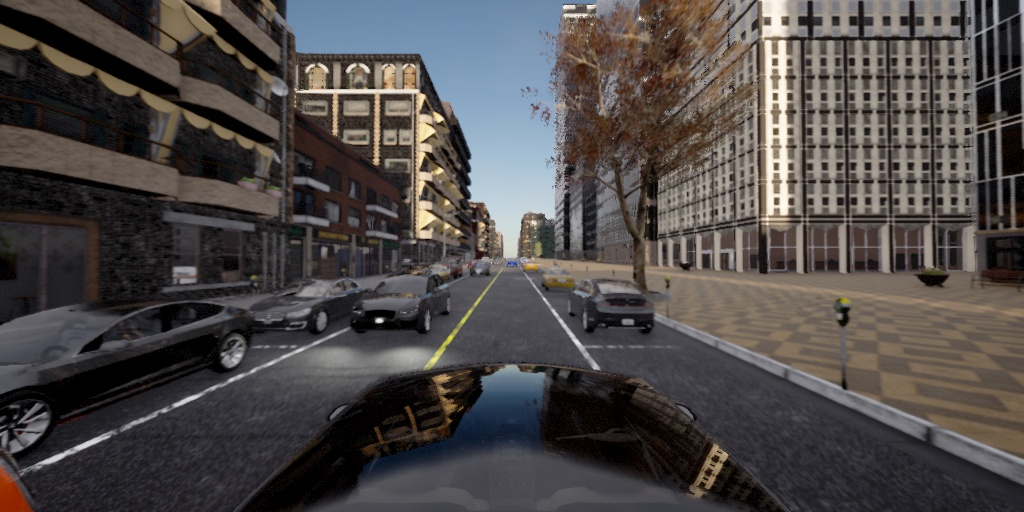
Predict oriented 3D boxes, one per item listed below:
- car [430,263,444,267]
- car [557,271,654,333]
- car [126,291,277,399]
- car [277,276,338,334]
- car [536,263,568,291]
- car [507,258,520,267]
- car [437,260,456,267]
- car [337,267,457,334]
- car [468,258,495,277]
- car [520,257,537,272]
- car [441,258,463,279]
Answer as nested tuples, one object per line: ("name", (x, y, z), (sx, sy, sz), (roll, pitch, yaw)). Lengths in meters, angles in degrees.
("car", (-5.687, 1.321, 21.669), (1.948, 1.339, 4.313), (0, 0, 0))
("car", (2.692, 1.302, 10.527), (2.007, 1.370, 4.403), (0, 0, 0))
("car", (-5.689, 1.317, 4.960), (1.948, 1.339, 4.313), (0, 0, 0))
("car", (-5.689, 1.303, 10.529), (2.007, 1.370, 4.403), (0, 0, 0))
("car", (2.694, 1.281, 21.837), (1.751, 1.417, 4.829), (0, 0, 0))
("car", (0.009, 1.254, 64.780), (1.882, 1.535, 5.008), (0, 0, 0))
("car", (-5.687, 1.283, 27.068), (1.751, 1.417, 4.829), (0, 0, 0))
("car", (-3.049, 1.257, 10.764), (1.837, 1.490, 4.892), (0, 0, 1))
("car", (-3.089, 1.252, 35.634), (2.128, 1.511, 4.902), (0, 0, 0))
("car", (2.356, 1.223, 45.819), (1.801, 1.575, 5.366), (0, 0, 0))
("car", (-5.686, 1.074, 32.808), (2.192, 1.841, 5.009), (0, 0, 0))
